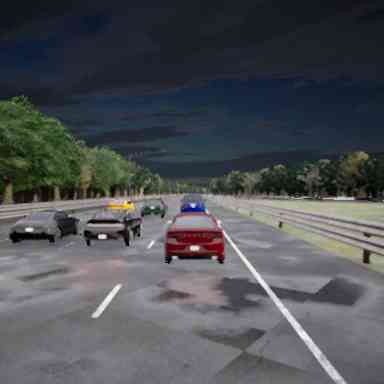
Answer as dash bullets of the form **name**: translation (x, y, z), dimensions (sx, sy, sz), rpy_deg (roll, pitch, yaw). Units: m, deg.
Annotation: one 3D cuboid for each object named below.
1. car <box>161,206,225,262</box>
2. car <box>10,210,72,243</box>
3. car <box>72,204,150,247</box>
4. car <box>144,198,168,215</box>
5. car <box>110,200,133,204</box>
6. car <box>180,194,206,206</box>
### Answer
- **car**: translation (0.084, 1.480, 12.093), dimensions (1.882, 1.535, 5.008), rpy_deg (0, 0, 0)
- **car**: translation (-6.911, 1.568, 16.136), dimensions (1.994, 1.385, 4.181), rpy_deg (0, 0, 0)
- **car**: translation (-3.411, 1.495, 15.115), dimensions (2.128, 1.511, 4.902), rpy_deg (0, 0, 0)
- **car**: translation (-3.415, 1.368, 30.832), dimensions (2.097, 1.767, 4.553), rpy_deg (0, 0, 0)
- **car**: translation (-6.912, 1.496, 32.619), dimensions (1.882, 1.535, 5.008), rpy_deg (0, 0, 0)
- **car**: translation (0.087, 1.237, 30.135), dimensions (2.150, 2.045, 5.566), rpy_deg (0, 0, 0)
